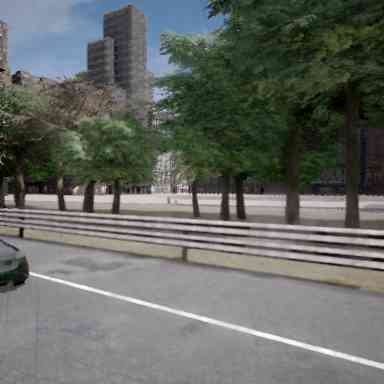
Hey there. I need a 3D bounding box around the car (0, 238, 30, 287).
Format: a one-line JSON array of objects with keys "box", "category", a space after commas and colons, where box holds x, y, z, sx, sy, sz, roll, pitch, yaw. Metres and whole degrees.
[{"box": [-5.846, 1.560, 8.111, 4.181, 1.385, 1.994, 0, 0, 35], "category": "car"}]
